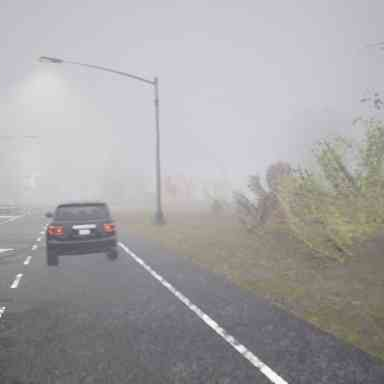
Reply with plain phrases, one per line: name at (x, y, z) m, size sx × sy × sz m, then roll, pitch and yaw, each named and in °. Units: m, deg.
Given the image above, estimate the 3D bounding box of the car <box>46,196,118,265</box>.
car at (-4.185, 1.313, 12.458) m, size 2.150 × 2.045 × 5.566 m, roll -1°, pitch 0°, yaw -21°

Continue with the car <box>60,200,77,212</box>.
car at (-16.840, 1.893, 45.228) m, size 2.033 × 1.411 × 5.357 m, roll -1°, pitch 0°, yaw -21°

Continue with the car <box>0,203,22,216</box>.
car at (-21.788, 2.035, 39.825) m, size 1.994 × 1.385 × 4.181 m, roll -1°, pitch 0°, yaw -17°
